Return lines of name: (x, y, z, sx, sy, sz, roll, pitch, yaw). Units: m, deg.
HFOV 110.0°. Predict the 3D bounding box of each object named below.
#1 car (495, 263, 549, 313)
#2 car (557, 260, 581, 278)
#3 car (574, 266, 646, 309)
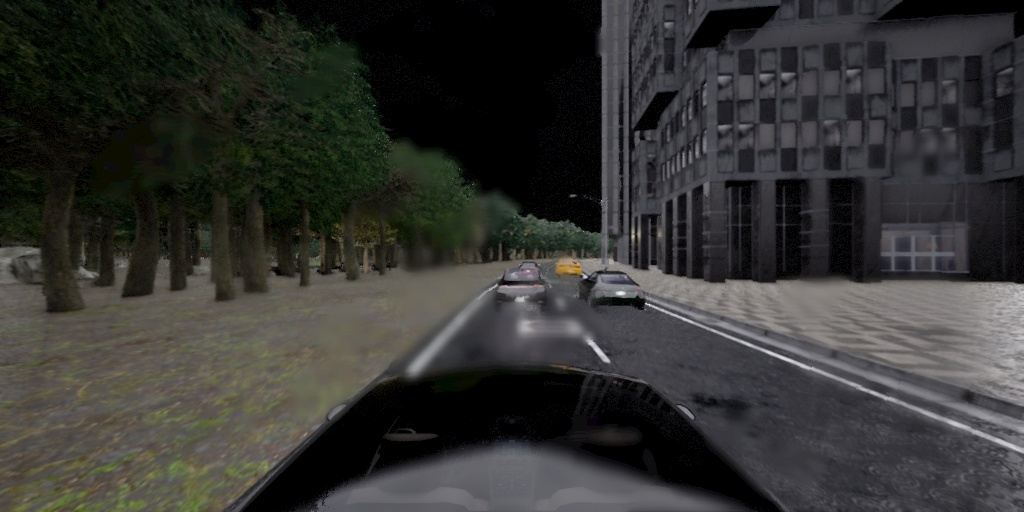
car: (0.394, 1.212, 13.961, 2.128, 1.511, 4.902, 0, 0, 2)
car: (5.121, 1.078, 32.280, 1.882, 1.535, 5.008, 0, 0, 5)
car: (3.934, 1.284, 14.729, 1.994, 1.385, 4.181, 0, 0, 2)
